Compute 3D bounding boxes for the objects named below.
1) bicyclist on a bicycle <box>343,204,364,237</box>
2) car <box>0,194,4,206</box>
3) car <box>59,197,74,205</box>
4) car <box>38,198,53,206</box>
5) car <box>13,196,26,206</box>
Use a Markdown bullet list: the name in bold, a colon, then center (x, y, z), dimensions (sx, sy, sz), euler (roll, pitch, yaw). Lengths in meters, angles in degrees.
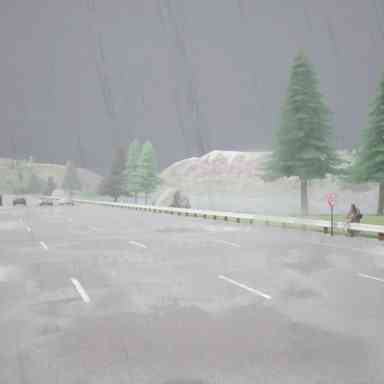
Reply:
- **bicyclist on a bicycle**: center (8.097, 1.437, 16.590), dimensions (1.656, 1.620, 0.582), euler (5, -2, -30)
- **car**: center (-32.004, 1.221, 54.156), dimensions (2.150, 2.045, 5.566), euler (0, 0, -31)
- **car**: center (-21.663, 1.526, 57.301), dimensions (1.812, 1.442, 4.674), euler (0, 0, -30)
- **car**: center (-24.036, 1.601, 54.446), dimensions (1.895, 1.301, 4.718), euler (0, 0, -31)
- **car**: center (-29.355, 1.491, 56.549), dimensions (2.128, 1.511, 4.902), euler (0, 0, -31)
